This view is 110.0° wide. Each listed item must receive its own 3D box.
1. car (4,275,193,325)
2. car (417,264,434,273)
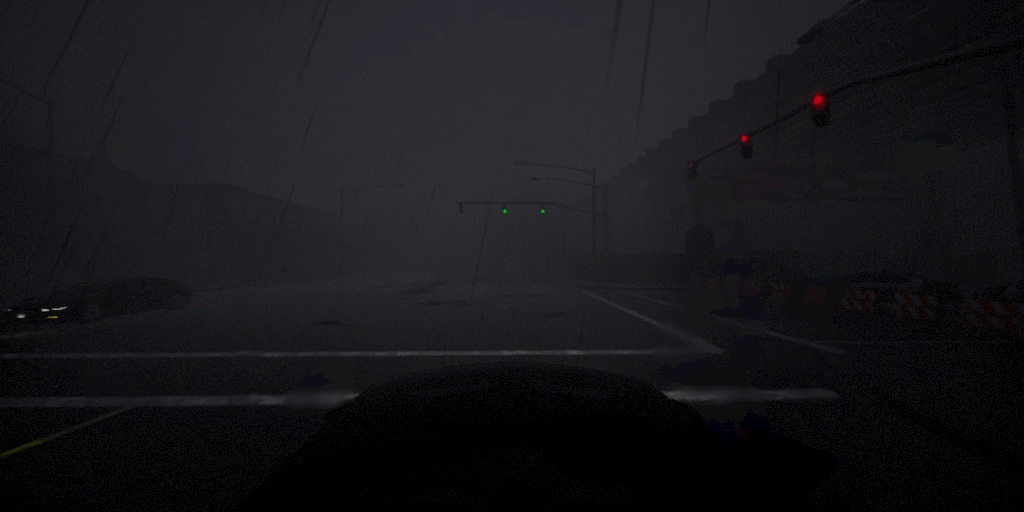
[{"bbox_3d":[-14.001,1.480,12.649,1.837,1.490,4.892,0,0,0],"label":"car"},{"bbox_3d":[-13.983,2.013,57.871,1.812,1.442,4.674,0,0,0],"label":"car"}]
